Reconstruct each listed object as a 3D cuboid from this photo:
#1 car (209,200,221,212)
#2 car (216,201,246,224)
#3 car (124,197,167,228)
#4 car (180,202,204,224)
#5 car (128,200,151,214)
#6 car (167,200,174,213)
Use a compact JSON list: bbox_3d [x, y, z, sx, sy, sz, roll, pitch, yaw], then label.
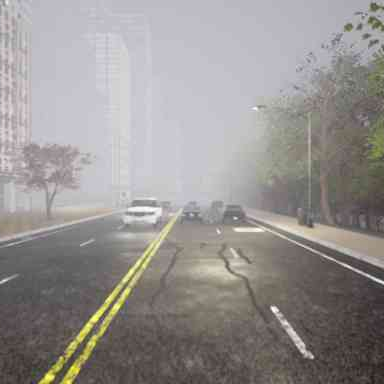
[{"bbox_3d":[3.293,1.830,44.659,1.882,1.535,5.008,0,0,0],"label":"car"},{"bbox_3d":[3.246,1.718,27.183,1.837,1.490,4.892,0,0,0],"label":"car"},{"bbox_3d":[-3.328,1.409,23.849,2.150,2.045,5.566,0,-1,0],"label":"car"},{"bbox_3d":[-0.008,1.757,26.874,2.033,1.411,5.357,0,0,0],"label":"car"},{"bbox_3d":[-6.534,1.821,41.660,2.128,1.511,4.902,0,-1,0],"label":"car"},{"bbox_3d":[-3.283,1.838,41.657,1.837,1.490,4.892,0,-1,0],"label":"car"}]
